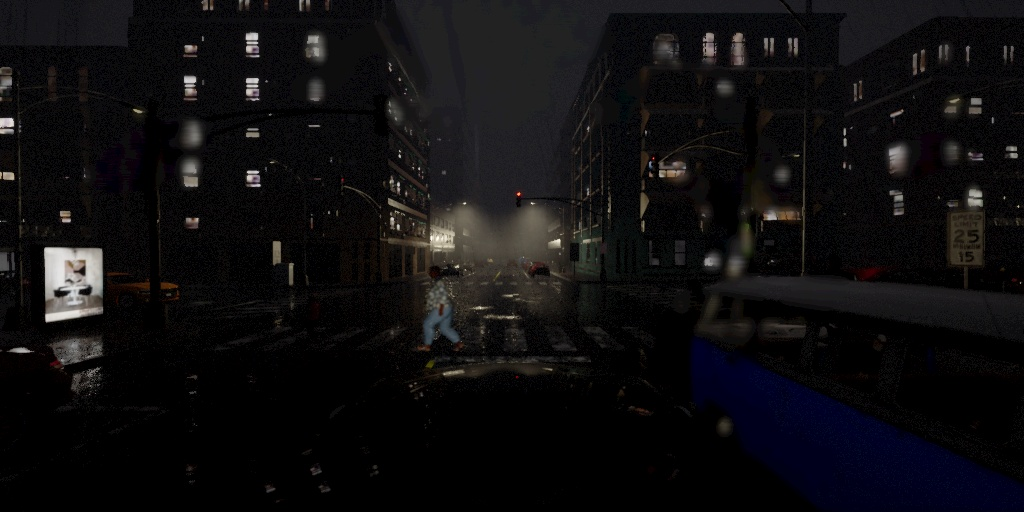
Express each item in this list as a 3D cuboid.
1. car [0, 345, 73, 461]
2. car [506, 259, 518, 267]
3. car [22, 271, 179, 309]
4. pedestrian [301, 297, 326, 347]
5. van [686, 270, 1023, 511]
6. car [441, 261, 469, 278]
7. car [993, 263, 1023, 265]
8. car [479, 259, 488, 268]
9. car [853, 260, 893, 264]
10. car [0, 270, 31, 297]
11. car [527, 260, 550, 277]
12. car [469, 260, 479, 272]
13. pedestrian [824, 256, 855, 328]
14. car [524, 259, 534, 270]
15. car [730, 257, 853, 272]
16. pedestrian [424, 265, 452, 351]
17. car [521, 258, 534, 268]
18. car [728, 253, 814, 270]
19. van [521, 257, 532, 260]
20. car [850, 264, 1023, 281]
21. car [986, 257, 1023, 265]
[{"bbox_3d":[-5.693,1.332,2.208,1.802,1.307,4.207,0,0,0],"label":"car"},{"bbox_3d":[0.009,1.291,64.056,1.812,1.442,4.674,0,0,0],"label":"car"},{"bbox_3d":[-17.621,1.473,15.724,5.008,1.535,1.882,-1,0,-2],"label":"car"},{"bbox_3d":[-4.397,1.043,7.965,0.375,1.860,0.375,0,0,0],"label":"pedestrian"},{"bbox_3d":[2.689,1.091,2.206,1.690,1.789,3.998,0,0,0],"label":"van"},{"bbox_3d":[-5.687,1.317,34.613,1.948,1.339,4.313,0,0,0],"label":"car"},{"bbox_3d":[21.365,1.032,13.416,4.207,1.307,1.802,0,0,0],"label":"car"},{"bbox_3d":[-5.682,1.310,62.231,1.888,1.381,4.507,0,0,0],"label":"car"},{"bbox_3d":[21.346,0.930,21.797,4.507,1.381,1.888,0,0,0],"label":"car"},{"bbox_3d":[-30.258,1.573,21.565,4.097,1.591,1.967,0,0,0],"label":"car"},{"bbox_3d":[2.694,1.333,34.600,1.802,1.307,4.207,0,0,0],"label":"car"},{"bbox_3d":[-5.685,1.321,45.661,1.948,1.339,4.313,0,0,0],"label":"car"},{"bbox_3d":[6.042,0.890,6.729,0.375,1.860,0.375,0,0,0],"label":"pedestrian"},{"bbox_3d":[2.695,1.319,40.123,1.948,1.339,4.313,0,0,0],"label":"car"},{"bbox_3d":[14.801,1.004,19.157,4.892,1.490,1.837,-1,0,0],"label":"car"},{"bbox_3d":[-1.517,1.043,7.367,0.375,1.860,0.375,0,0,0],"label":"pedestrian"},{"bbox_3d":[2.697,1.303,51.170,1.888,1.381,4.507,0,0,0],"label":"car"},{"bbox_3d":[15.775,0.780,21.758,5.009,1.841,2.192,0,0,0],"label":"car"},{"bbox_3d":[2.698,1.102,56.693,1.690,1.789,3.998,0,0,0],"label":"van"},{"bbox_3d":[15.795,1.097,13.377,4.313,1.339,1.948,0,0,0],"label":"car"},{"bbox_3d":[25.277,0.826,19.228,5.008,1.535,1.882,-1,0,0],"label":"car"}]
